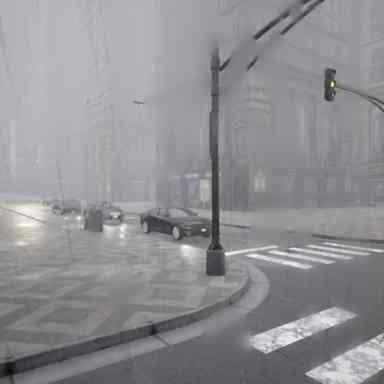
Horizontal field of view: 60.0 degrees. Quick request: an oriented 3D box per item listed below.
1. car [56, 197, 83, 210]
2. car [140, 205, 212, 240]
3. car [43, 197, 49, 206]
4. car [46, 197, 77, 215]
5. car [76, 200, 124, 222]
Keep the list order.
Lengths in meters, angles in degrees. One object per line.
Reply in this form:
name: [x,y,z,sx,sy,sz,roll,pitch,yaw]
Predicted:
car: [-16.367,1.489,44.280,2.033,1.411,5.357,0,0,-35]
car: [-0.924,1.470,17.187,1.882,1.535,5.008,0,0,-36]
car: [-22.005,1.446,52.096,1.812,1.442,4.674,0,0,-35]
car: [-12.981,1.518,34.109,2.033,1.411,5.357,0,0,-35]
car: [-6.836,1.480,25.476,2.128,1.511,4.902,0,0,-35]
